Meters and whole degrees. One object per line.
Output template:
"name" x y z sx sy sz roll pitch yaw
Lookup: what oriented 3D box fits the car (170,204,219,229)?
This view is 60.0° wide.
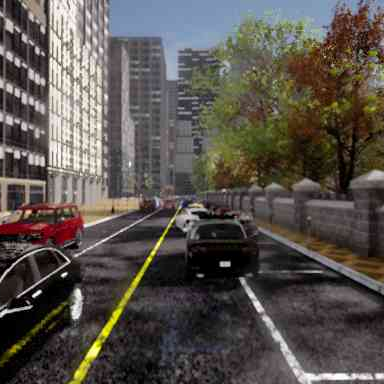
"car" 0.156 1.660 20.007 1.812 1.442 4.674 0 0 -13

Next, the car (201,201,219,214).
"car" 2.116 1.831 40.063 1.947 1.339 4.313 0 0 -1

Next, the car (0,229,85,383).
"car" -2.881 1.536 4.362 1.837 1.490 4.892 0 0 0

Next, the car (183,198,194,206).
"car" -0.766 1.916 65.608 2.128 1.511 4.902 0 0 -1

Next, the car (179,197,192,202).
"car" -0.508 1.790 47.328 1.882 1.535 5.008 0 -1 0

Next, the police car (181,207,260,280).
"police car" 0.746 1.496 10.327 1.930 1.638 5.238 0 0 -1

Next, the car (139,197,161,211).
"car" -5.979 1.617 45.613 2.192 1.841 5.009 0 0 -1

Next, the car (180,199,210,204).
"car" 0.295 1.633 26.440 1.801 1.575 5.366 0 0 4

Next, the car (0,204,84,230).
"car" -5.564 1.400 12.368 2.192 1.841 5.009 0 0 -1

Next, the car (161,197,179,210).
"car" -3.314 1.871 49.236 1.812 1.442 4.674 0 0 -1

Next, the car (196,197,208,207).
"car" 1.838 1.844 62.261 1.967 1.590 4.097 0 0 -1

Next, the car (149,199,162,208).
"car" -6.118 1.952 56.692 1.802 1.307 4.206 0 0 -1

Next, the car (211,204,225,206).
"car" 2.325 1.739 23.415 1.802 1.307 4.206 0 0 -1

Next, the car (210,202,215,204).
"car" 2.255 1.759 28.964 1.947 1.339 4.313 0 0 -1

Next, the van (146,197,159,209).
"van" -6.048 1.677 51.154 1.690 1.788 3.998 0 0 -1
